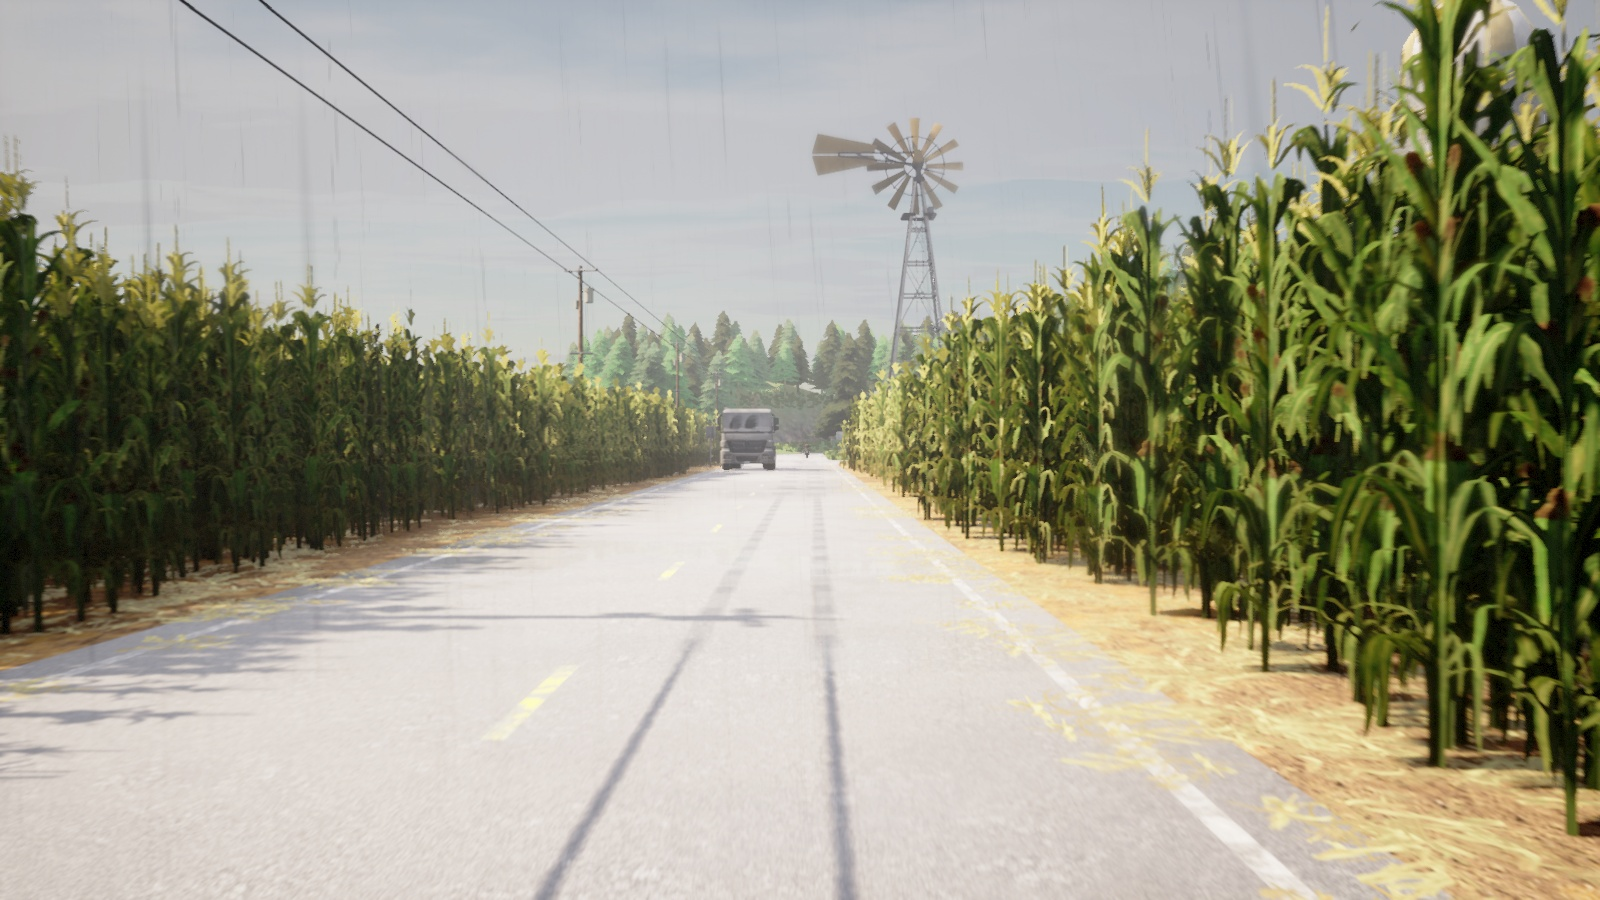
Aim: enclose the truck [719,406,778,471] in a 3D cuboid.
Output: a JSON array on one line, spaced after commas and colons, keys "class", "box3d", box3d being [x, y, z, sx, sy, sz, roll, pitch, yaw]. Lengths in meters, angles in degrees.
[{"class": "truck", "box3d": [-2.794, -0.634, 70.298, 2.891, 3.462, 7.936, 0, 0, 0]}]
